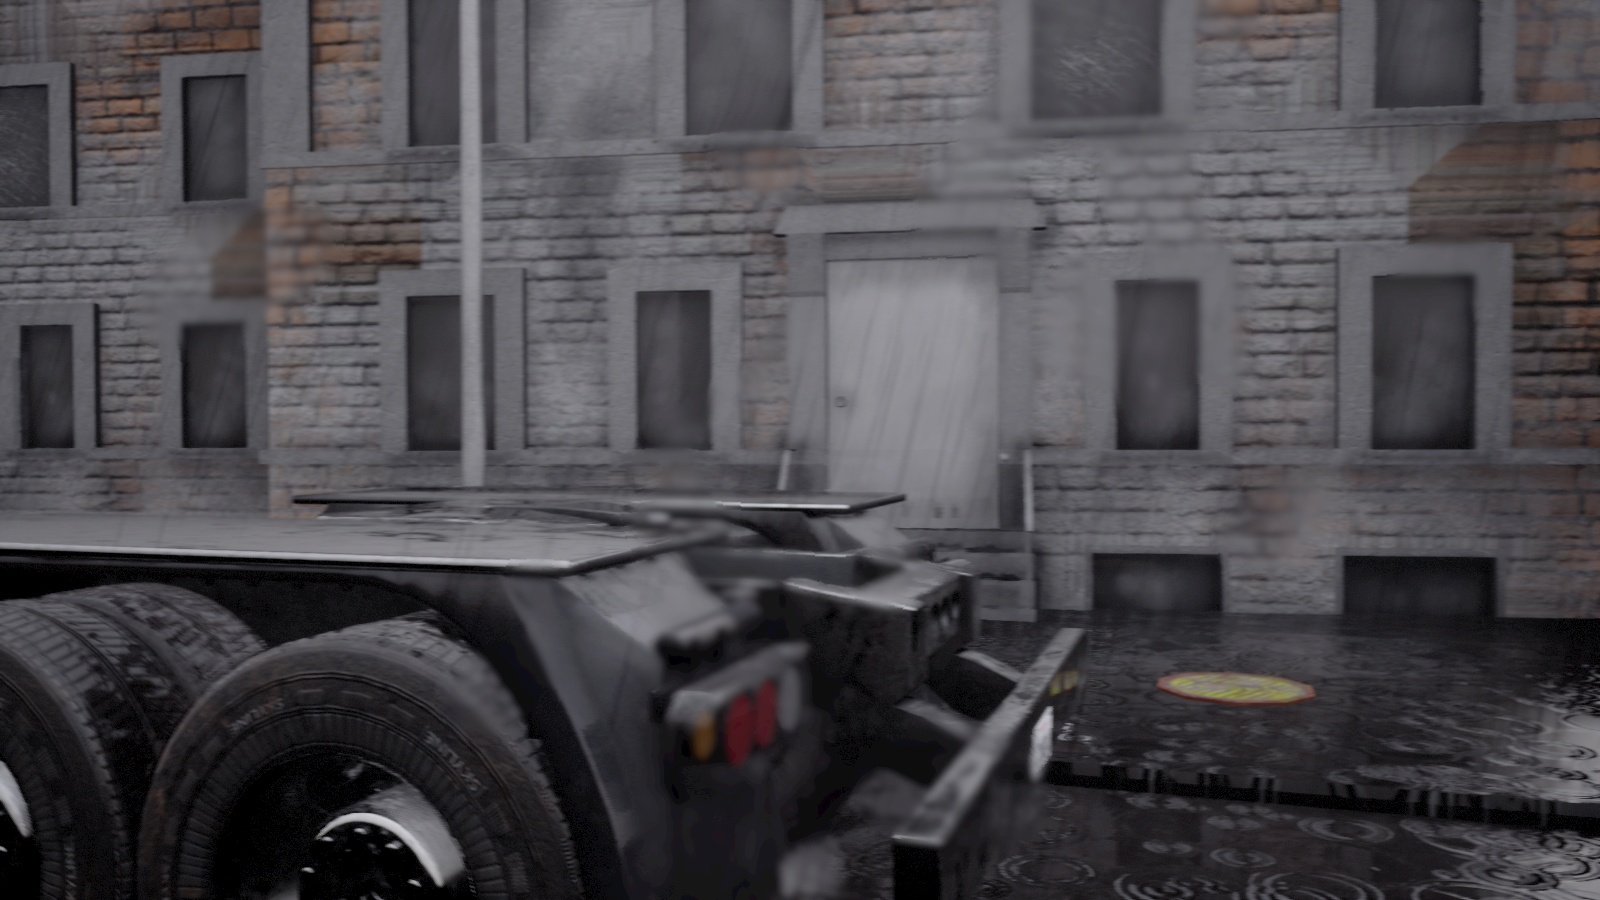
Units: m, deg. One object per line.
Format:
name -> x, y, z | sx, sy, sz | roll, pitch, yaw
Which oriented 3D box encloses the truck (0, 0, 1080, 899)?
truck -> -3.147, -0.244, 4.763 | 7.936, 3.462, 2.891 | 1, 1, 19
